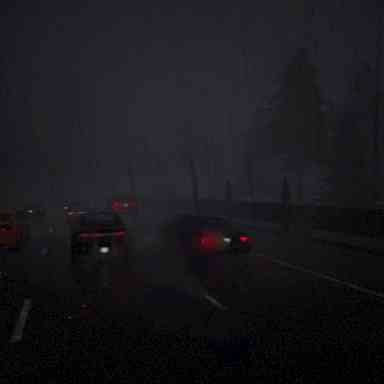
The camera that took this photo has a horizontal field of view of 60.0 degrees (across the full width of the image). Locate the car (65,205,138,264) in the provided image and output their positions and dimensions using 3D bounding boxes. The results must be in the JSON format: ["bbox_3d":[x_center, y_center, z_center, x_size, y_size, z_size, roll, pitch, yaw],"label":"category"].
[{"bbox_3d":[-3.381,1.449,11.875,2.128,1.511,4.902,0,0,-21],"label":"car"}]

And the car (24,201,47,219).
[{"bbox_3d":[-13.293,1.470,27.814,1.994,1.385,4.181,0,0,-21],"label":"car"}]

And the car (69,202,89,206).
[{"bbox_3d":[-8.521,1.460,25.110,2.033,1.411,5.357,0,0,-21],"label":"car"}]

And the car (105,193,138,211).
[{"bbox_3d":[-6.185,1.119,28.820,2.150,2.045,5.566,0,1,-21],"label":"car"}]

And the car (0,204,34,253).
[{"bbox_3d":[-7.609,1.435,13.149,1.882,1.535,5.008,0,-1,-21],"label":"car"}]

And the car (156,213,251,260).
[{"bbox_3d":[0.162,1.499,12.397,2.033,1.411,5.357,0,0,-21],"label":"car"}]
